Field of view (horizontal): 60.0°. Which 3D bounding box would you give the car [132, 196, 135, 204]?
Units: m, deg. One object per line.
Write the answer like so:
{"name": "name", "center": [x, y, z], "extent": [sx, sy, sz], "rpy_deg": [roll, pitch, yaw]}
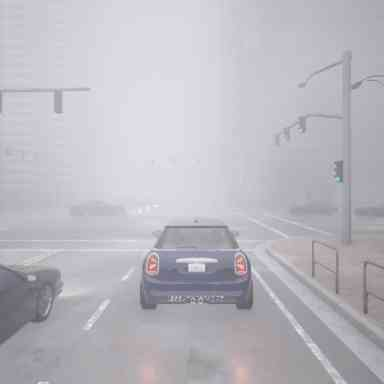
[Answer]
{"name": "car", "center": [-10.481, 1.505, 58.088], "extent": [1.837, 1.490, 4.892], "rpy_deg": [0, 0, 0]}

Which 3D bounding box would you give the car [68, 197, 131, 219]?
{"name": "car", "center": [-8.324, 1.477, 29.366], "extent": [5.008, 1.535, 1.882], "rpy_deg": [0, 1, -41]}

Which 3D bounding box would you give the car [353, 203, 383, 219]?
{"name": "car", "center": [16.502, 1.601, 28.634], "extent": [4.718, 1.301, 1.895], "rpy_deg": [0, 0, 1]}

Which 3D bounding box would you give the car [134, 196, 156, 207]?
{"name": "car", "center": [-7.013, 1.564, 50.406], "extent": [1.994, 1.385, 4.181], "rpy_deg": [0, 0, 0]}

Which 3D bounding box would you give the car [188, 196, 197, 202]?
{"name": "car", "center": [0.123, 1.553, 72.632], "extent": [1.994, 1.385, 4.181], "rpy_deg": [0, 0, 0]}

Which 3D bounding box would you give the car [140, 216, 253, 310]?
{"name": "car", "center": [0.092, 1.352, 8.000], "extent": [2.097, 1.767, 4.553], "rpy_deg": [0, 0, 0]}

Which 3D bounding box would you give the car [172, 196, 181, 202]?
{"name": "car", "center": [-3.383, 1.465, 72.231], "extent": [2.033, 1.411, 5.357], "rpy_deg": [0, 0, 0]}

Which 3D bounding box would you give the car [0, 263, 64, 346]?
{"name": "car", "center": [-3.414, 1.547, 4.142], "extent": [2.033, 1.411, 5.357], "rpy_deg": [0, 0, -1]}

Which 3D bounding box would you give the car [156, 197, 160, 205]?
{"name": "car", "center": [-6.972, 1.601, 60.367], "extent": [1.895, 1.301, 4.718], "rpy_deg": [0, 0, 0]}

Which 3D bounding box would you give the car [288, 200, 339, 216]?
{"name": "car", "center": [11.708, 1.526, 32.177], "extent": [4.674, 1.442, 1.812], "rpy_deg": [0, 0, 1]}

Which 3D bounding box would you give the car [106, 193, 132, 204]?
{"name": "car", "center": [-10.519, 1.352, 48.143], "extent": [2.097, 1.767, 4.553], "rpy_deg": [0, 0, 0]}
